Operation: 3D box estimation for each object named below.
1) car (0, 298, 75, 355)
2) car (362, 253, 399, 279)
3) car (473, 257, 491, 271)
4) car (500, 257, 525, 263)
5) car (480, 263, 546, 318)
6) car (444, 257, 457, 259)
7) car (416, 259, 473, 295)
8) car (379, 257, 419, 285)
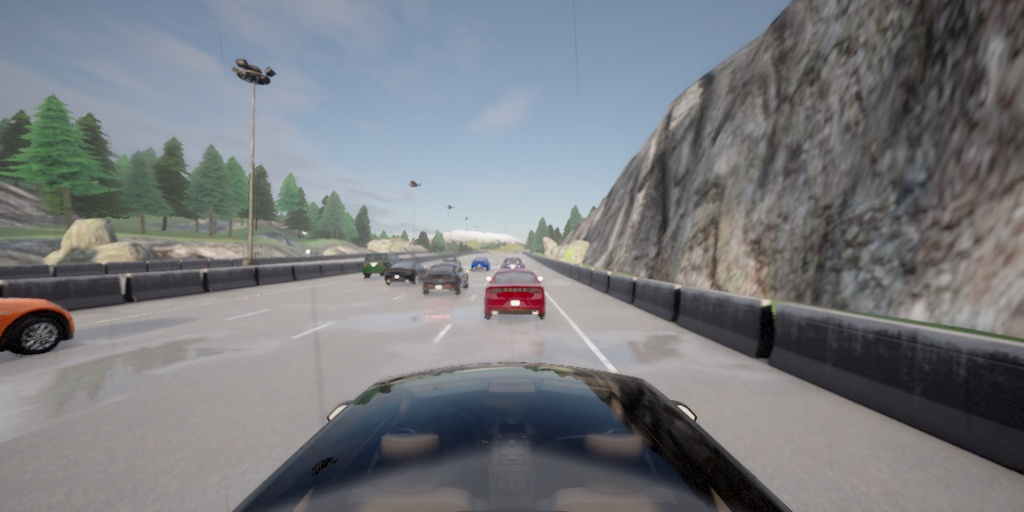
[{"bbox_3d":[-10.403,1.087,5.721,2.097,1.767,4.553,0,0,0],"label":"car"},{"bbox_3d":[-10.420,0.738,29.652,2.150,2.045,5.566,0,1,0],"label":"car"},{"bbox_3d":[-3.428,0.831,40.181,1.882,1.535,5.008,0,1,0],"label":"car"},{"bbox_3d":[0.079,0.852,30.648,2.097,1.767,4.553,0,1,0],"label":"car"},{"bbox_3d":[0.092,1.168,12.650,1.882,1.535,5.008,0,0,0],"label":"car"},{"bbox_3d":[-6.929,0.829,41.148,2.128,1.511,4.902,0,1,0],"label":"car"},{"bbox_3d":[-3.413,1.145,19.069,1.837,1.490,4.892,0,1,0],"label":"car"},{"bbox_3d":[-6.917,1.064,24.028,1.882,1.535,5.008,0,1,0],"label":"car"}]
